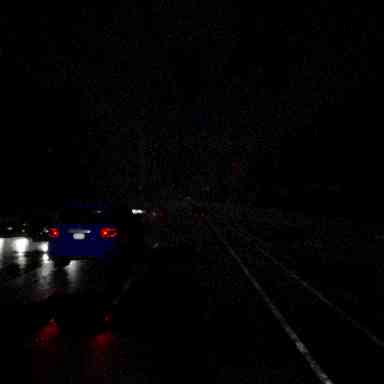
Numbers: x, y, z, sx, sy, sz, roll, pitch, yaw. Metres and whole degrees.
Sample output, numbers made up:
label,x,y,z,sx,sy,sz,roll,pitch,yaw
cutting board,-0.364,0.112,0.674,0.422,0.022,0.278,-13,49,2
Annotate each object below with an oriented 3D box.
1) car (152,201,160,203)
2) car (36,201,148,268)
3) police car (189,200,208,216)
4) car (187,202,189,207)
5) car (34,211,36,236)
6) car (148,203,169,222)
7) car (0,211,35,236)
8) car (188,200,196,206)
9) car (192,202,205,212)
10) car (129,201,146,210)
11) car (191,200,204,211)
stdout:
label,x,y,z,sx,sy,sz,roll,pitch,yaw
car,-6.579,2.443,60.210,2.128,1.511,4.902,0,-1,0
car,-3.158,1.362,11.976,2.150,2.045,5.566,0,-1,0
police car,0.949,2.022,41.056,1.930,1.638,5.238,0,-1,0
car,-0.047,2.647,75.732,1.812,1.442,4.674,0,-1,0
car,-6.614,1.791,19.037,2.033,1.411,5.357,0,-1,0
car,-3.170,1.976,30.667,2.033,1.411,5.357,0,-1,0
car,-9.862,1.823,20.021,1.994,1.385,4.181,0,-1,0
car,-0.058,3.039,92.784,2.128,1.511,4.902,0,-1,0
car,0.943,2.291,50.944,1.812,1.442,4.674,0,-1,0
car,-9.828,2.451,60.501,2.128,1.511,4.902,0,-1,1
car,0.938,2.233,56.918,2.097,1.767,4.553,0,-1,0
